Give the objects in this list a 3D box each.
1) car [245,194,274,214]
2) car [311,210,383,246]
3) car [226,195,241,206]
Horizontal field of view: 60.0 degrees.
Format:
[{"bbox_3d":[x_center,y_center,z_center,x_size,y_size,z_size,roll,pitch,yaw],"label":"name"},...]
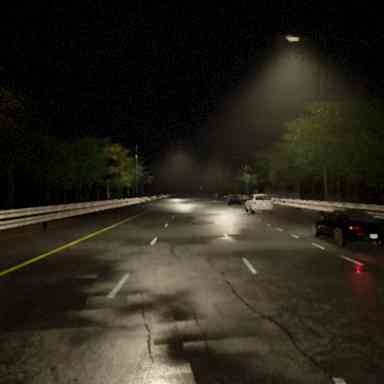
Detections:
[{"bbox_3d":[7.024,1.262,35.104,2.150,2.045,5.566,0,0,0],"label":"car"},{"bbox_3d":[7.006,1.543,15.120,1.812,1.442,4.674,0,0,0],"label":"car"},{"bbox_3d":[7.045,1.383,57.137,2.097,1.767,4.553,0,0,0],"label":"car"}]
